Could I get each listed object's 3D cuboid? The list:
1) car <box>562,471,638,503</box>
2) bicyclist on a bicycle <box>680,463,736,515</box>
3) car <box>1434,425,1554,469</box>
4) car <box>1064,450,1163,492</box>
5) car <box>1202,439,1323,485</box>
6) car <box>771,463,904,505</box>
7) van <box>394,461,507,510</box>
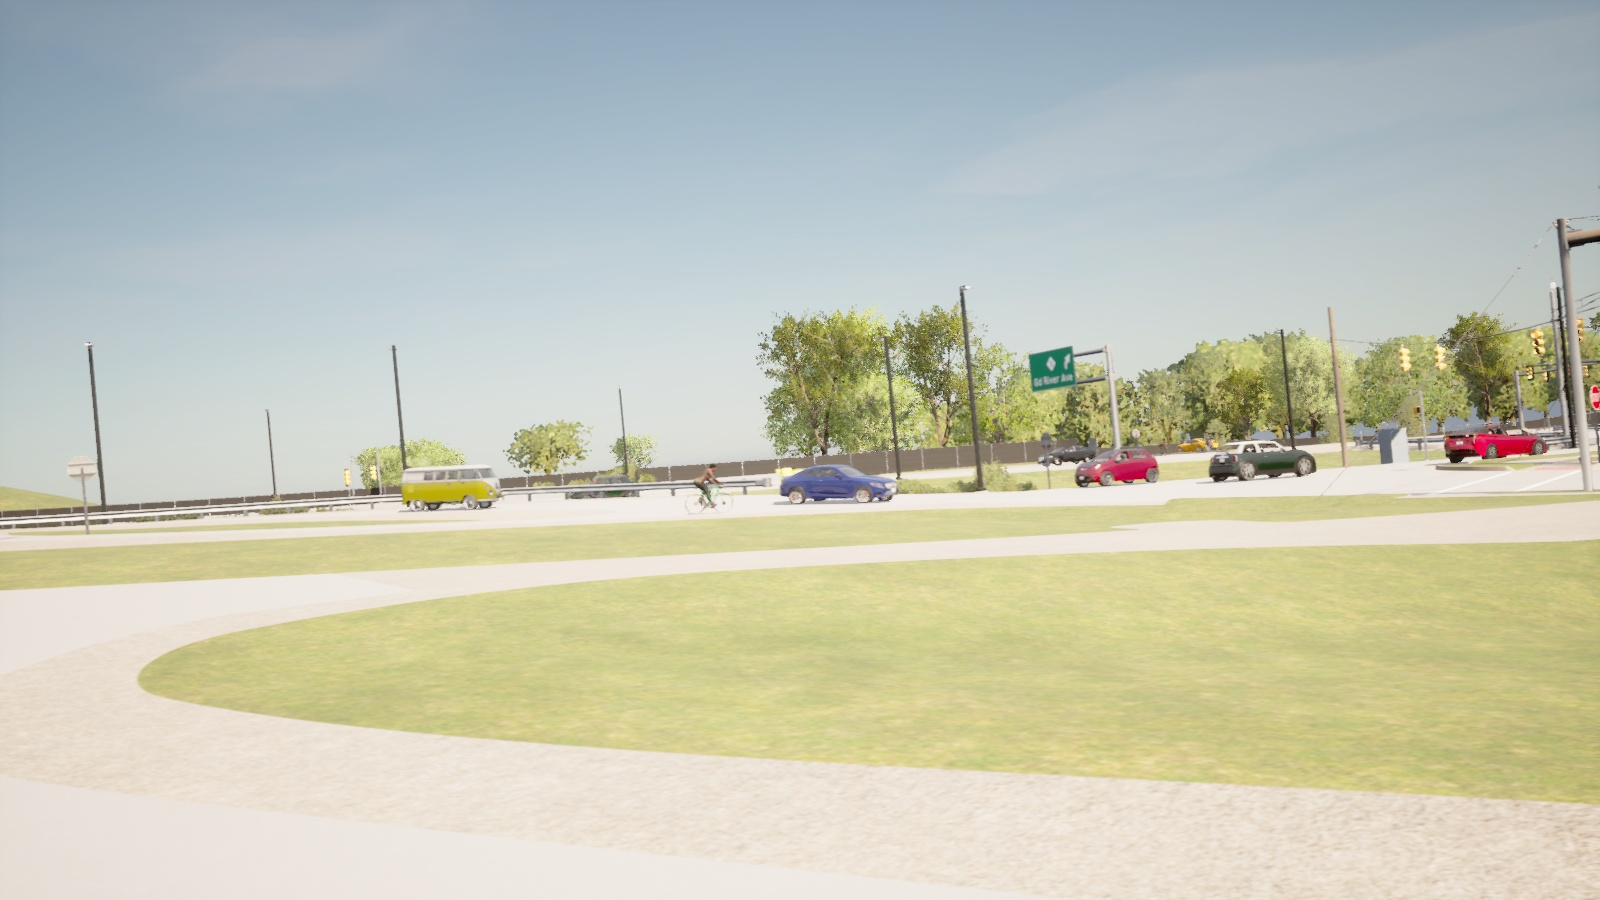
[{"bbox_3d":[-13.309,2.467,83.623,4.553,1.767,2.097,-3,-1,-23],"label":"car"},{"bbox_3d":[-2.961,1.247,40.416,1.656,1.620,0.582,-1,-2,-24],"label":"bicyclist on a bicycle"},{"bbox_3d":[28.976,-0.125,52.407,4.514,1.525,2.007,-3,-2,-25],"label":"car"},{"bbox_3d":[13.154,0.882,52.697,3.633,1.501,1.845,-3,-1,-28],"label":"car"},{"bbox_3d":[17.511,0.468,47.602,3.806,1.475,1.970,-3,-1,-18],"label":"car"},{"bbox_3d":[1.389,1.290,47.114,4.674,1.442,1.812,-1,1,31],"label":"car"},{"bbox_3d":[-15.519,1.585,55.845,4.442,1.987,1.775,-2,0,13],"label":"van"}]
